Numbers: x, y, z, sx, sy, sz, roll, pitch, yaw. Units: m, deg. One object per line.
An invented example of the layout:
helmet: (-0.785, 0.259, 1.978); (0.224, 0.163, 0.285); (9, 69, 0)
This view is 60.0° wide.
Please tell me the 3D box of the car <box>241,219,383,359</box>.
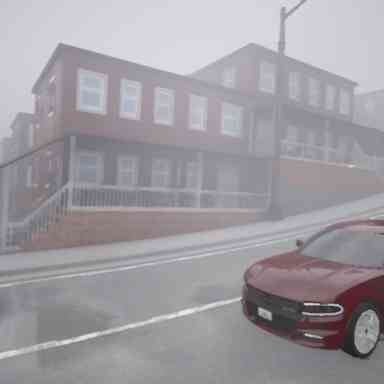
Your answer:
car: (3.114, 1.279, 5.867); (5.008, 1.535, 1.882); (-3, 3, -32)
